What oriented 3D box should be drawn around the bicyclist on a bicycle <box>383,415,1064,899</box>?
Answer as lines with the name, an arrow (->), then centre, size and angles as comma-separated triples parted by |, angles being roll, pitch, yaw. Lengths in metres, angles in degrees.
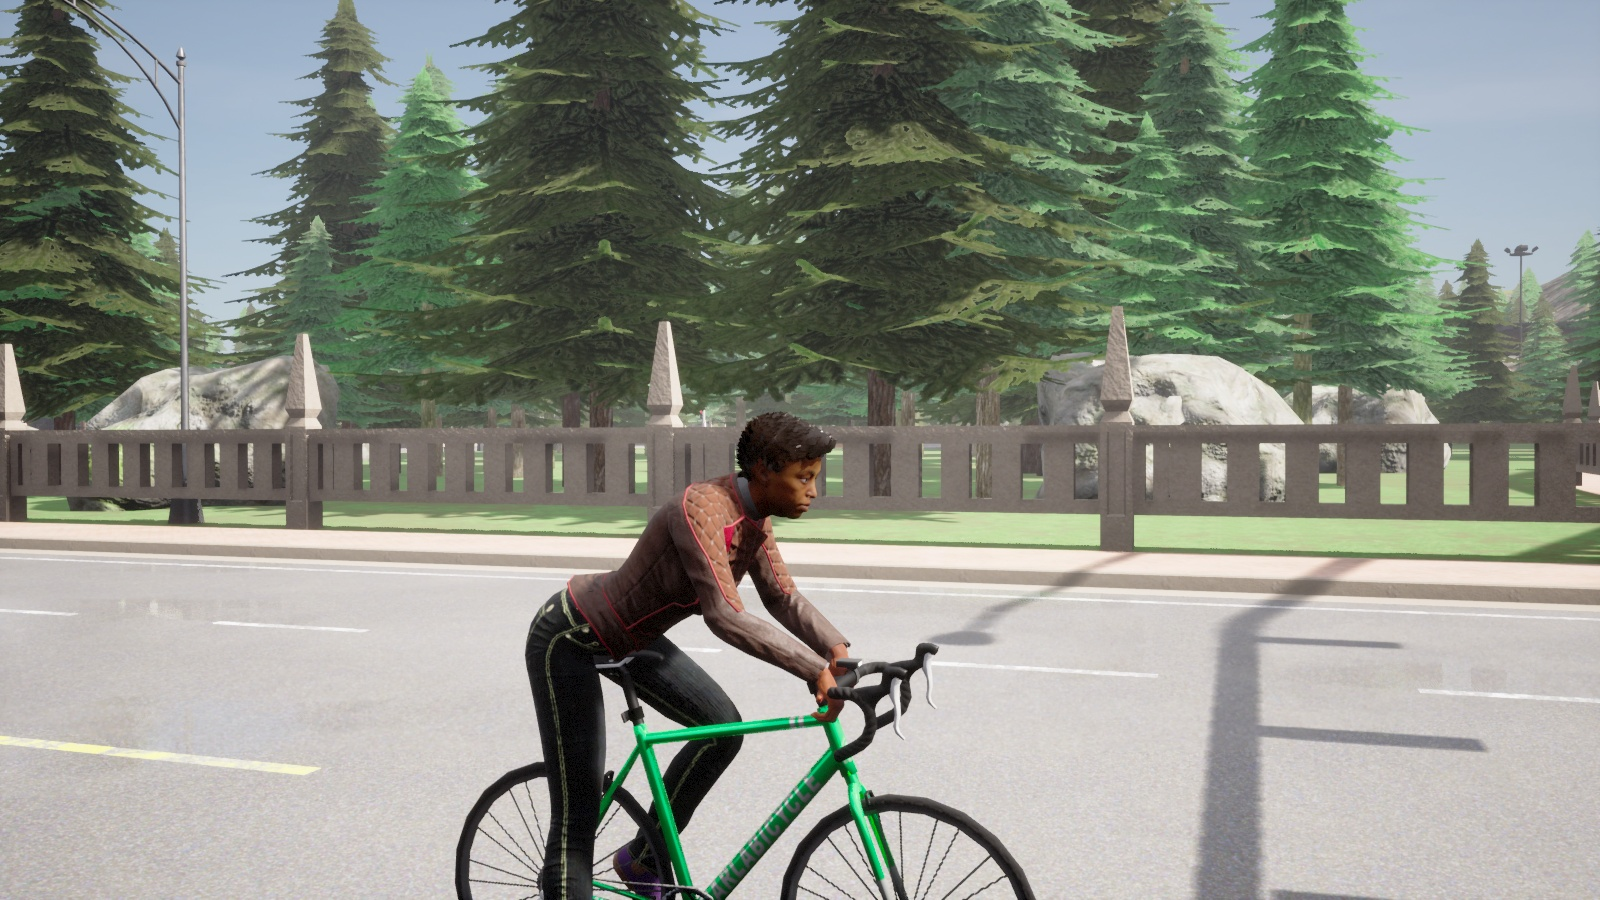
bicyclist on a bicycle -> -0.200, 0.726, 3.259 | 1.656, 1.620, 0.582 | 1, 1, 19
